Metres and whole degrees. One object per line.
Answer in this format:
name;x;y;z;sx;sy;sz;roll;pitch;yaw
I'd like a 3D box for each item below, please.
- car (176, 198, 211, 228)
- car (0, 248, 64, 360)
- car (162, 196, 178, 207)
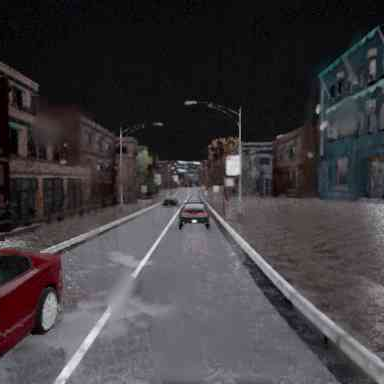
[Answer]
car;0.141;1.386;21.260;1.837;1.490;4.892;0;0;0
car;-3.210;1.472;3.861;1.882;1.535;5.008;0;0;0
car;-2.916;1.272;44.852;1.895;1.301;4.718;0;1;1
